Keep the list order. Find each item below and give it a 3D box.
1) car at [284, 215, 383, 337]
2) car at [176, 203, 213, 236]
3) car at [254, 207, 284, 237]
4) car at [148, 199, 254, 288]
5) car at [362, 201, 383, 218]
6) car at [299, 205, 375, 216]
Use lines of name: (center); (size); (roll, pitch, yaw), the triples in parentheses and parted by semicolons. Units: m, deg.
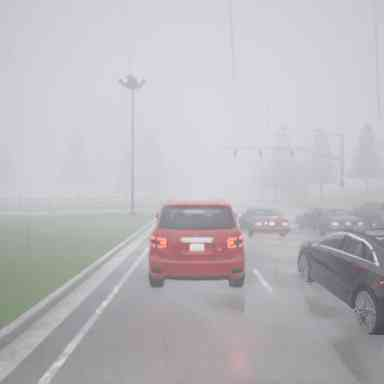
car: (3.616, 1.469, 6.581); (2.128, 1.511, 4.902); (0, 0, 0)
car: (0.136, 1.459, 19.012); (1.812, 1.442, 4.674); (0, 0, 0)
car: (3.649, 1.485, 17.619); (2.033, 1.411, 5.357); (0, 0, 0)
car: (0.118, 1.189, 9.308); (2.150, 2.045, 5.566); (0, 0, 0)
car: (10.651, 1.285, 19.070); (2.097, 1.767, 4.553); (0, 0, 0)
car: (7.149, 1.485, 17.732); (2.033, 1.411, 5.357); (0, 0, 0)
